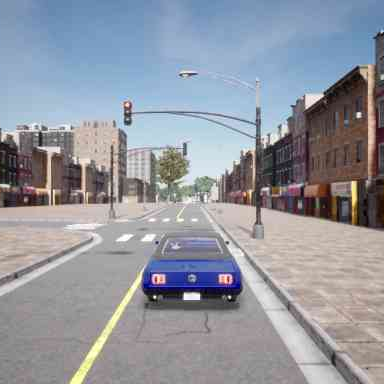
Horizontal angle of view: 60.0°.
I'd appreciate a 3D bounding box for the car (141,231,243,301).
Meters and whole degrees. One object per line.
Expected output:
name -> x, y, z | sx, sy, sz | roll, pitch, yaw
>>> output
car -> 0.009, 1.612, 8.267 | 1.895, 1.301, 4.718 | 0, 0, 0
